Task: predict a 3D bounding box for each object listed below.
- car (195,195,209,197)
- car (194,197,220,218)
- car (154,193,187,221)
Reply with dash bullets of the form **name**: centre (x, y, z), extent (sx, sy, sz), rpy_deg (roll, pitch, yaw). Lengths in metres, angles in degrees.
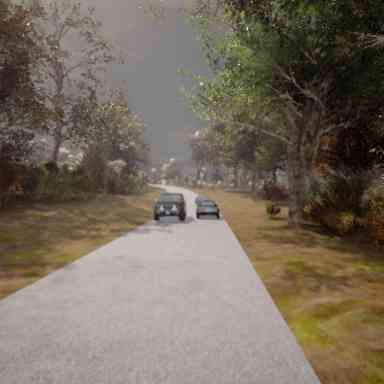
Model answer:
- **car**: centre (1.390, 1.030, 44.346), extent (1.994, 1.385, 4.181), rpy_deg (1, 2, -1)
- **car**: centre (1.333, 1.400, 28.654), extent (1.994, 1.385, 4.181), rpy_deg (-1, 0, 2)
- **car**: centre (-1.582, 1.084, 26.016), extent (2.150, 2.045, 5.566), rpy_deg (0, 0, 2)
